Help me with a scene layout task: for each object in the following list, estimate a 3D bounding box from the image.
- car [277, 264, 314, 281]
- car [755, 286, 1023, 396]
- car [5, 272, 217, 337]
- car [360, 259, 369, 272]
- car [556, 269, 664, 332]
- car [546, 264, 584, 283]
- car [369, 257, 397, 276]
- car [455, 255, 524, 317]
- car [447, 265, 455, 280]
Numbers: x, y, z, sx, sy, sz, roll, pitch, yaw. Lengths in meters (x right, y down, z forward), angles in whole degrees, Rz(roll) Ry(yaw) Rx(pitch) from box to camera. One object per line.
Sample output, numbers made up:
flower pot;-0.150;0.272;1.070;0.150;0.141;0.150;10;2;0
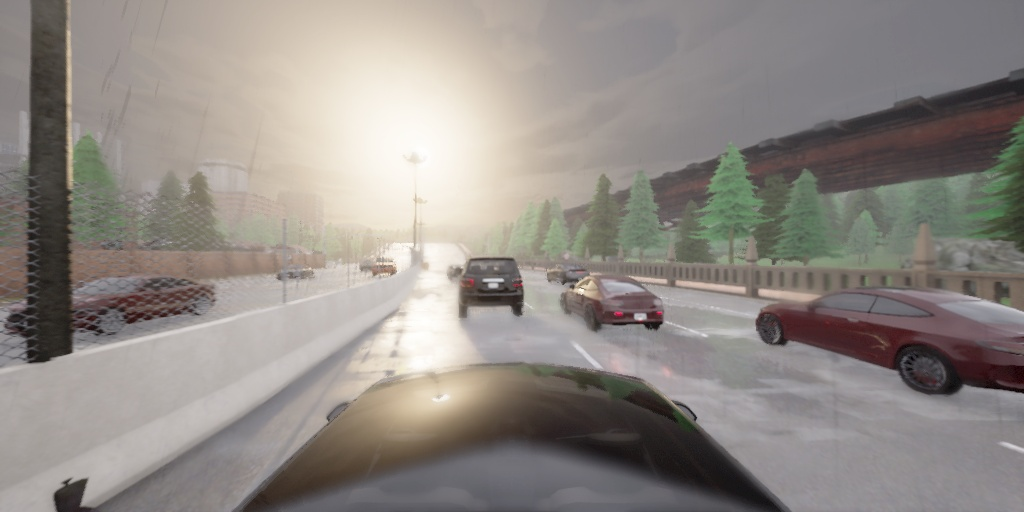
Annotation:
car;-19.394;1.443;32.313;1.994;1.385;4.181;0;0;-13
car;6.721;1.270;6.490;1.812;1.442;4.674;0;0;-3
car;-11.342;1.281;10.737;1.882;1.535;5.008;0;0;-6
car;-20.307;1.281;51.191;2.097;1.767;4.553;0;0;-13
car;2.847;1.291;10.921;1.812;1.442;4.674;0;0;-6
car;3.874;1.293;25.769;2.128;1.511;4.902;0;0;-12
car;-13.889;1.107;39.351;2.150;2.045;5.566;0;0;-13
car;-0.931;1.004;13.653;2.150;2.045;5.566;0;0;-8
car;-4.932;1.443;32.795;1.895;1.301;4.718;0;0;-13
